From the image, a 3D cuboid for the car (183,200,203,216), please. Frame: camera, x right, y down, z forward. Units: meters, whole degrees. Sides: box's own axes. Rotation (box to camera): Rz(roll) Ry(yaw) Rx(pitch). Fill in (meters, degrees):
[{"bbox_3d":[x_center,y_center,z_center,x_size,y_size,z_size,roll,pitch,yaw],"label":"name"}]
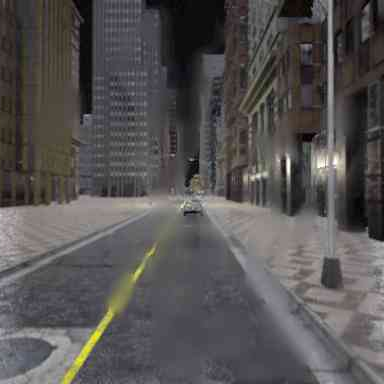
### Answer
[{"bbox_3d":[0.107,1.520,32.473,2.033,1.411,5.357,0,0,0],"label":"car"}]
